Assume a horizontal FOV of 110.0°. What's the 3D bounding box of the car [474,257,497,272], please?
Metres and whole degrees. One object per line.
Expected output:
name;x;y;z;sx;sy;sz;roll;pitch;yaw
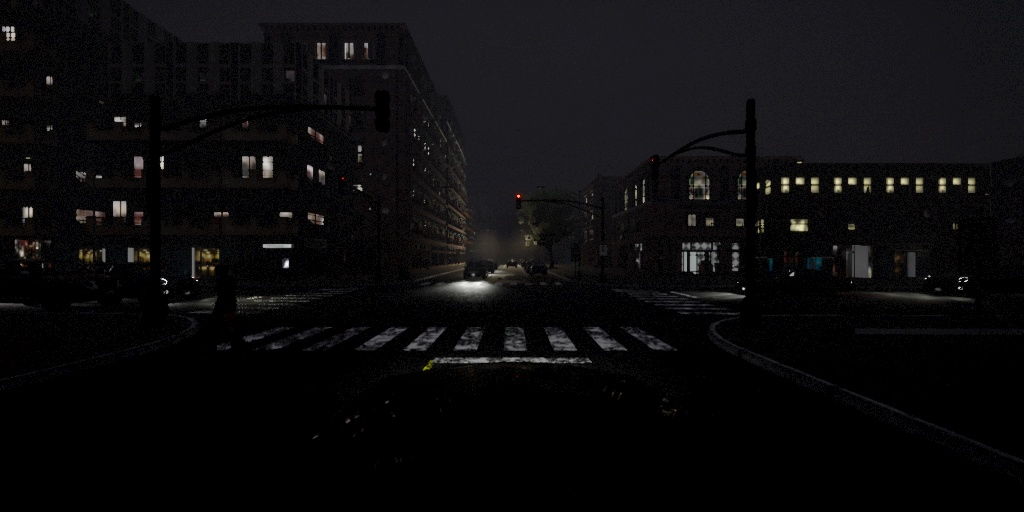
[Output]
car;-3.105;1.267;42.881;1.882;1.535;5.008;0;0;0

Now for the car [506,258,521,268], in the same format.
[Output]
car;-0.013;1.319;63.216;2.128;1.511;4.902;0;0;0

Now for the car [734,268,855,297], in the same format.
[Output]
car;15.020;1.372;19.163;5.357;1.411;2.033;0;0;0

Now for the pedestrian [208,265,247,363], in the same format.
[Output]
pedestrian;-5.273;1.044;6.681;0.375;1.860;0.375;0;0;0

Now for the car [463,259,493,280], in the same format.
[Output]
car;-3.102;1.263;31.165;2.128;1.511;4.902;0;0;0

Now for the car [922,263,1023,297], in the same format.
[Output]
car;25.075;1.220;19.235;4.553;1.767;2.097;0;0;0

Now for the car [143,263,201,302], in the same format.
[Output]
car;-16.530;1.053;15.753;4.553;1.767;2.097;0;0;-1

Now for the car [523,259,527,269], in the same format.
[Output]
car;2.682;1.228;42.557;1.967;1.591;4.097;0;0;0

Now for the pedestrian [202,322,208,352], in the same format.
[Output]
pedestrian;-5.941;1.044;7.325;0.375;1.860;0.375;0;0;0

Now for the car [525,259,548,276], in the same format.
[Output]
car;2.683;1.330;36.860;2.007;1.370;4.403;0;0;0

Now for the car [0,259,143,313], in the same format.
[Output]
car;-17.279;1.013;13.137;5.009;1.841;2.192;0;0;0
